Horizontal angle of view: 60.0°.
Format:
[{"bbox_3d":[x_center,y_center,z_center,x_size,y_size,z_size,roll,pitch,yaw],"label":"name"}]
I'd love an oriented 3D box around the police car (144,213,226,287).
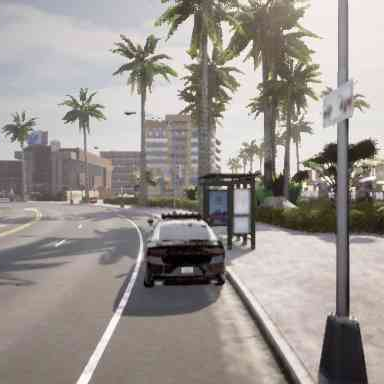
[{"bbox_3d":[-0.319,1.414,9.464,1.930,1.638,5.238,0,0,-5],"label":"police car"}]
